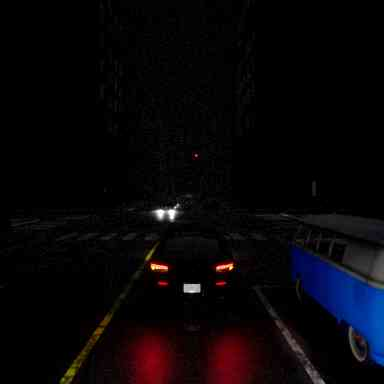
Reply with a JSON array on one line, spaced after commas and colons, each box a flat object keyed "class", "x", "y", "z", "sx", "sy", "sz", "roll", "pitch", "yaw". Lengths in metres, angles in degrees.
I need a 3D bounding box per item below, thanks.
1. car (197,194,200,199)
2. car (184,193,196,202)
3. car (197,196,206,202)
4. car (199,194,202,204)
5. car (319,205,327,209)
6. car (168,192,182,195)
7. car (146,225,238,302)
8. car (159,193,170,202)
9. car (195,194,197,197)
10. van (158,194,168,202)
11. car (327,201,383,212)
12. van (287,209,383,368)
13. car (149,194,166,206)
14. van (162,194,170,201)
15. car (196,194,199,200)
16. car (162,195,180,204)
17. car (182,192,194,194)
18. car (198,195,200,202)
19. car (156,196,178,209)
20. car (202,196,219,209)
[{"class": "car", "x": 2.425, "y": 1.546, "z": 61.236, "sx": 1.947, "sy": 1.339, "sz": 4.313, "roll": 0, "pitch": 0, "yaw": -1}, {"class": "car", "x": -0.610, "y": 1.561, "z": 74.216, "sx": 1.895, "sy": 1.301, "sz": 4.718, "roll": 0, "pitch": 0, "yaw": -1}, {"class": "car", "x": 2.198, "y": 1.546, "z": 77.812, "sx": 1.802, "sy": 1.307, "sz": 4.206, "roll": 0, "pitch": 0, "yaw": -1}, {"class": "car", "x": 2.575, "y": 1.428, "z": 50.185, "sx": 1.967, "sy": 1.590, "sz": 4.097, "roll": 0, "pitch": 0, "yaw": -1}, {"class": "car", "x": 14.420, "y": 1.583, "z": 32.105, "sx": 4.718, "sy": 1.301, "sz": 1.895, "roll": 0, "pitch": 0, "yaw": 2}, {"class": "car", "x": -3.523, "y": 1.330, "z": 64.657, "sx": 2.097, "sy": 1.767, "sz": 4.553, "roll": 0, "pitch": 0, "yaw": 0}, {"class": "car", "x": 0.000, "y": 1.525, "z": 8.148, "sx": 1.812, "sy": 1.442, "sz": 4.674, "roll": 0, "pitch": 0, "yaw": 0}, {"class": "car", "x": -6.327, "y": 1.280, "z": 77.696, "sx": 2.192, "sy": 1.841, "sz": 5.009, "roll": 0, "pitch": 0, "yaw": -1}, {"class": "car", "x": 2.274, "y": 1.521, "z": 72.286, "sx": 2.008, "sy": 1.369, "sz": 4.403, "roll": 0, "pitch": 0, "yaw": -1}, {"class": "van", "x": -6.251, "y": 1.312, "z": 72.170, "sx": 1.690, "sy": 1.788, "sz": 3.998, "roll": 0, "pitch": 0, "yaw": -1}, {"class": "car", "x": 14.605, "y": 1.517, "z": 28.854, "sx": 4.674, "sy": 1.442, "sz": 1.812, "roll": 0, "pitch": 0, "yaw": -3}, {"class": "van", "x": 2.854, "y": 1.341, "z": 5.470, "sx": 1.690, "sy": 1.788, "sz": 3.998, "roll": 0, "pitch": 0, "yaw": 0}, {"class": "car", "x": -6.025, "y": 1.300, "z": 55.594, "sx": 2.192, "sy": 1.841, "sz": 5.009, "roll": 0, "pitch": 0, "yaw": -1}, {"class": "van", "x": -6.400, "y": 1.300, "z": 83.220, "sx": 1.690, "sy": 1.788, "sz": 3.998, "roll": 0, "pitch": 0, "yaw": -1}, {"class": "car", "x": 2.349, "y": 1.521, "z": 66.762, "sx": 1.887, "sy": 1.381, "sz": 4.507, "roll": 0, "pitch": 0, "yaw": -1}, {"class": "car", "x": -3.430, "y": 1.549, "z": 54.634, "sx": 1.994, "sy": 1.385, "sz": 4.181, "roll": 0, "pitch": 0, "yaw": -1}, {"class": "car", "x": -0.746, "y": 1.076, "z": 84.216, "sx": 2.150, "sy": 2.045, "sz": 5.566, "roll": 0, "pitch": 0, "yaw": -1}, {"class": "car", "x": 2.500, "y": 1.535, "z": 55.710, "sx": 2.008, "sy": 1.369, "sz": 4.403, "roll": 0, "pitch": 0, "yaw": -1}, {"class": "car", "x": -3.304, "y": 1.592, "z": 44.679, "sx": 1.895, "sy": 1.301, "sz": 4.718, "roll": 0, "pitch": 0, "yaw": -1}, {"class": "car", "x": 2.649, "y": 1.516, "z": 44.830, "sx": 1.752, "sy": 1.417, "sz": 4.829, "roll": 0, "pitch": 0, "yaw": -1}]
